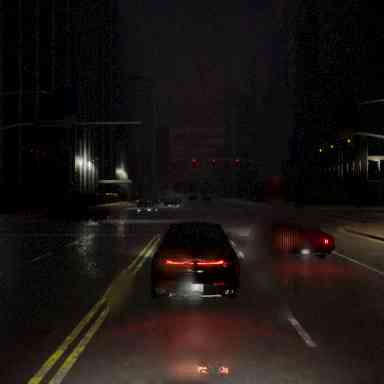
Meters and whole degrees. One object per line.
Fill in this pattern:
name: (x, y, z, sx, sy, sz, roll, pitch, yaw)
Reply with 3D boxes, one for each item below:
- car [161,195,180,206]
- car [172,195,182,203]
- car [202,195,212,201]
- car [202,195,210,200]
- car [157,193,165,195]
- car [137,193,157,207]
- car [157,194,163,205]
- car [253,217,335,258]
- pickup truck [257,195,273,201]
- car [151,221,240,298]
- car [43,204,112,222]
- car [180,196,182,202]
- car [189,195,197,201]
car: (-3.417, 1.564, 53.951, 1.994, 1.385, 4.181, 0, 0, 0)
car: (-3.277, 1.478, 73.361, 1.882, 1.535, 5.008, 0, 0, 0)
car: (3.744, 1.478, 80.347, 1.882, 1.535, 5.008, 0, 0, 0)
car: (3.776, 1.552, 90.510, 1.994, 1.385, 4.181, 0, 0, 0)
car: (-6.786, 1.225, 70.537, 2.150, 2.045, 5.566, 0, 0, 0)
car: (-6.939, 1.352, 49.977, 2.097, 1.767, 4.553, 0, 0, 0)
car: (-6.889, 1.505, 60.130, 1.837, 1.490, 4.892, 0, 0, 1)
car: (3.619, 1.601, 12.758, 1.895, 1.301, 4.718, 0, 0, 0)
pickup truck: (16.851, 1.059, 75.811, 2.390, 2.098, 6.274, 0, 0, 31)
car: (0.084, 1.505, 8.502, 1.837, 1.490, 4.892, 0, 0, 1)
car: (-8.680, 1.601, 25.540, 4.718, 1.301, 1.895, 0, 0, 1)
car: (-3.361, 1.601, 63.240, 1.895, 1.301, 4.718, 0, 0, 1)
car: (0.243, 1.487, 80.031, 1.837, 1.490, 4.892, 0, 0, 0)
